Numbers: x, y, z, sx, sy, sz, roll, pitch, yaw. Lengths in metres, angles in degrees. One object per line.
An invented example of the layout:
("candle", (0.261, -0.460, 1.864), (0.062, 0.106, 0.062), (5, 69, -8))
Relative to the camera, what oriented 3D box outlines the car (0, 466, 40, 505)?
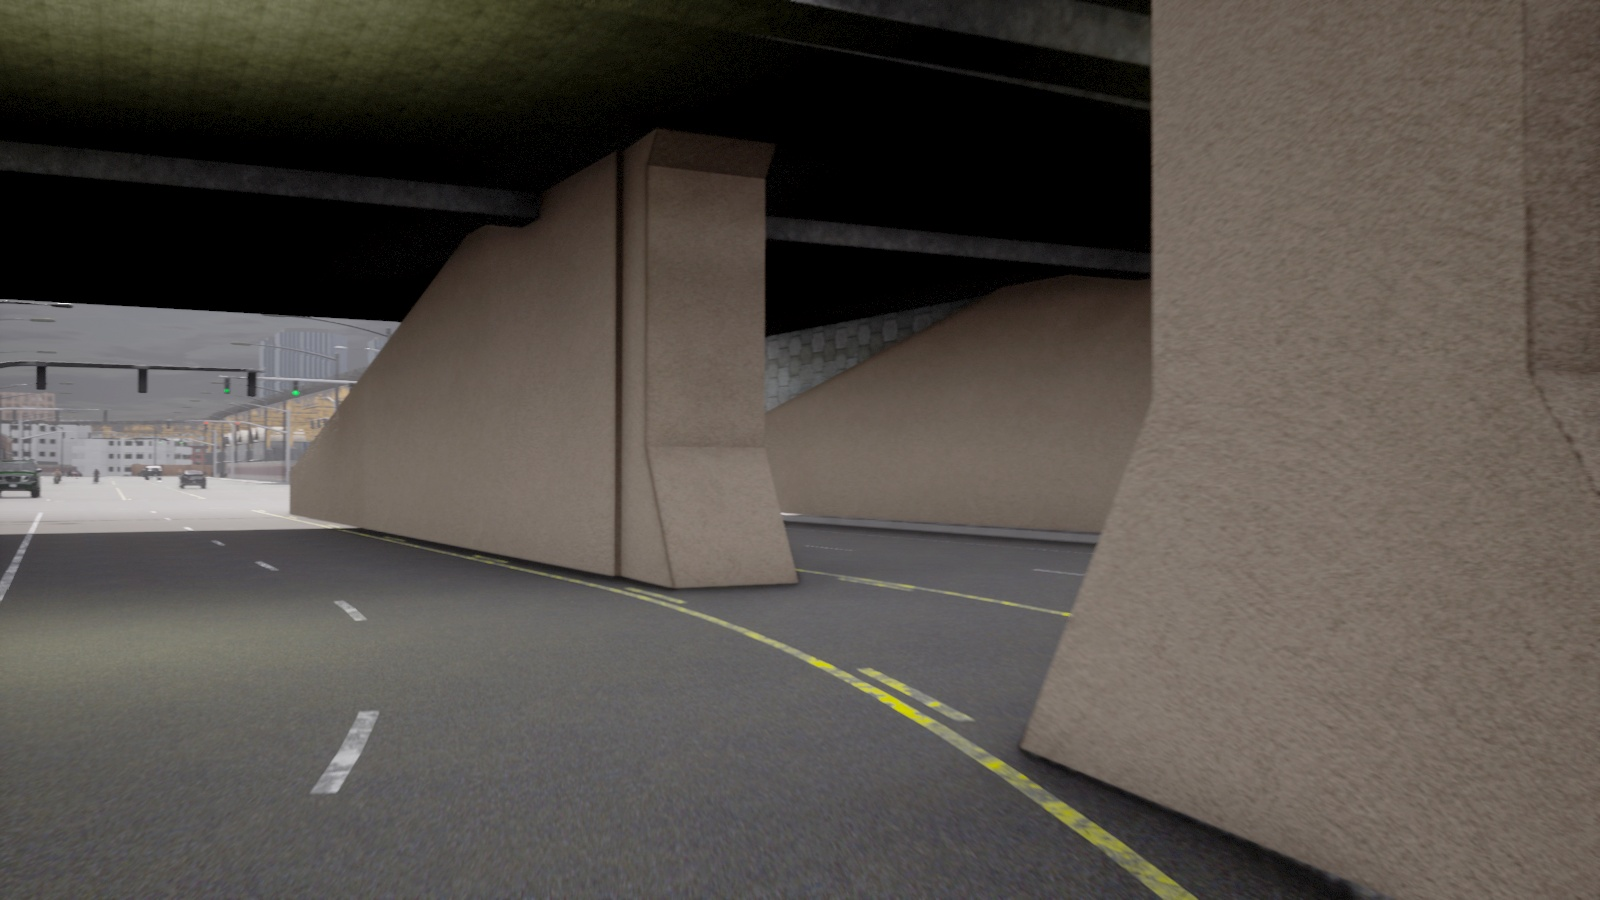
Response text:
("car", (-43.028, 1.911, 68.841), (2.150, 2.045, 5.566), (0, -1, -29))
